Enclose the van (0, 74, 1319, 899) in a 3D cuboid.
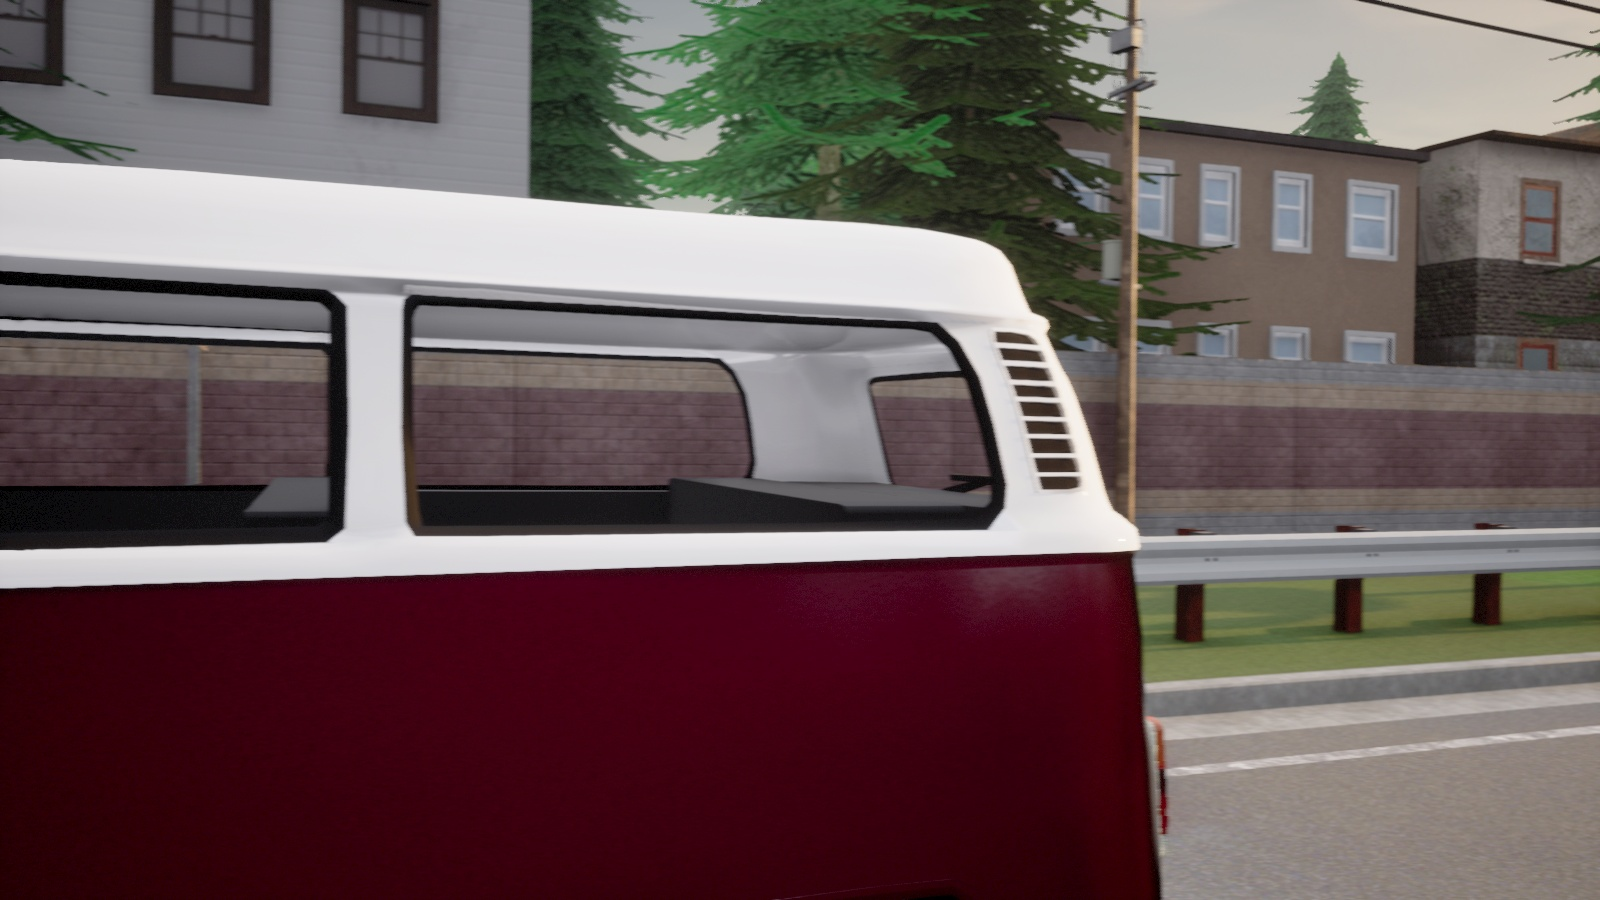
[{"bbox_3d":[-1.422,0.497,2.696,4.480,2.038,2.069,0,1,-21],"label":"van"}]
